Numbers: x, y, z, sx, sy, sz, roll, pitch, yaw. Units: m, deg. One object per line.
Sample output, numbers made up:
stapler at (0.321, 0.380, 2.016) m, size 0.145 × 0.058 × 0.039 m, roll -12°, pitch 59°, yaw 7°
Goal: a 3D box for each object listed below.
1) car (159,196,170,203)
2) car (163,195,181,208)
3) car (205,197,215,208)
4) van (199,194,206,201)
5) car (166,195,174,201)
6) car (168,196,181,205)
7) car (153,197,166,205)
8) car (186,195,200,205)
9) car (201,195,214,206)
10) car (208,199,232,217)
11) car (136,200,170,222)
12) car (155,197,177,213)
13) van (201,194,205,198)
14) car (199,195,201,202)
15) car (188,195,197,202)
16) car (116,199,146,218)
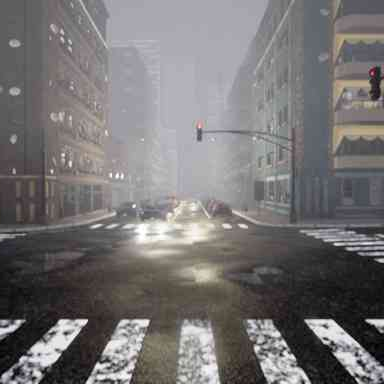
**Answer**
car at (-5.657, 1.556, 69.030) m, size 1.802 × 1.307 × 4.206 m, roll 0°, pitch 0°, yaw 0°
car at (-3.028, 1.328, 47.421) m, size 2.097 × 1.767 × 4.553 m, roll 0°, pitch 0°, yaw 0°
car at (2.705, 1.544, 35.872) m, size 1.947 × 1.339 × 4.313 m, roll 0°, pitch 0°, yaw 0°
van at (2.730, 1.317, 85.584) m, size 1.690 × 1.788 × 3.998 m, roll -1°, pitch 0°, yaw 0°
car at (-5.649, 1.501, 85.431) m, size 1.752 × 1.417 × 4.829 m, roll 0°, pitch 0°, yaw 0°
car at (-2.967, 1.522, 57.958) m, size 2.033 × 1.411 × 5.357 m, roll 0°, pitch 0°, yaw 0°
car at (-5.664, 1.519, 57.983) m, size 1.887 × 1.381 × 4.507 m, roll 0°, pitch 0°, yaw 0°
car at (0.033, 1.500, 59.806) m, size 1.812 × 1.442 × 4.674 m, roll 0°, pitch 0°, yaw 0°
car at (2.711, 1.520, 46.919) m, size 1.887 × 1.381 × 4.507 m, roll 0°, pitch 0°, yaw 0°
car at (2.702, 1.562, 30.349) m, size 1.802 × 1.307 × 4.206 m, roll 0°, pitch 0°, yaw 0°
car at (-2.950, 1.583, 26.114) m, size 1.895 × 1.301 × 4.718 m, roll 0°, pitch 0°, yaw -3°
car at (-3.073, 1.542, 37.266) m, size 1.994 × 1.385 × 4.181 m, roll 0°, pitch 0°, yaw 0°
van at (2.712, 1.316, 52.442) m, size 1.690 × 1.788 × 3.998 m, roll 0°, pitch 0°, yaw 0°
car at (2.717, 1.540, 57.966) m, size 1.947 × 1.339 × 4.313 m, roll 0°, pitch 0°, yaw 0°
car at (0.040, 1.401, 69.842) m, size 1.895 × 1.301 × 4.718 m, roll 0°, pitch 0°, yaw 0°
car at (-5.679, 1.546, 30.365) m, size 1.947 × 1.339 × 4.313 m, roll 0°, pitch 0°, yaw 0°
